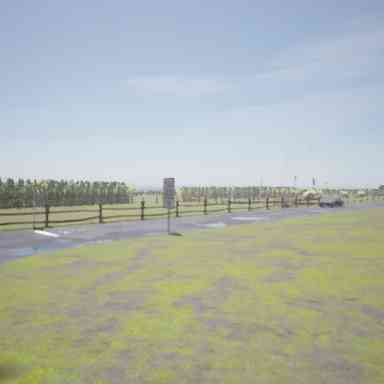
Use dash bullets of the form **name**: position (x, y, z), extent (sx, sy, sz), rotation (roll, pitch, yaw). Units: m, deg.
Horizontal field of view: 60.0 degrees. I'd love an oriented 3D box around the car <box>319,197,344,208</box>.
- **car**: position (19.821, 1.412, 47.029), extent (2.033, 1.411, 5.357), rotation (1, 1, 44)
